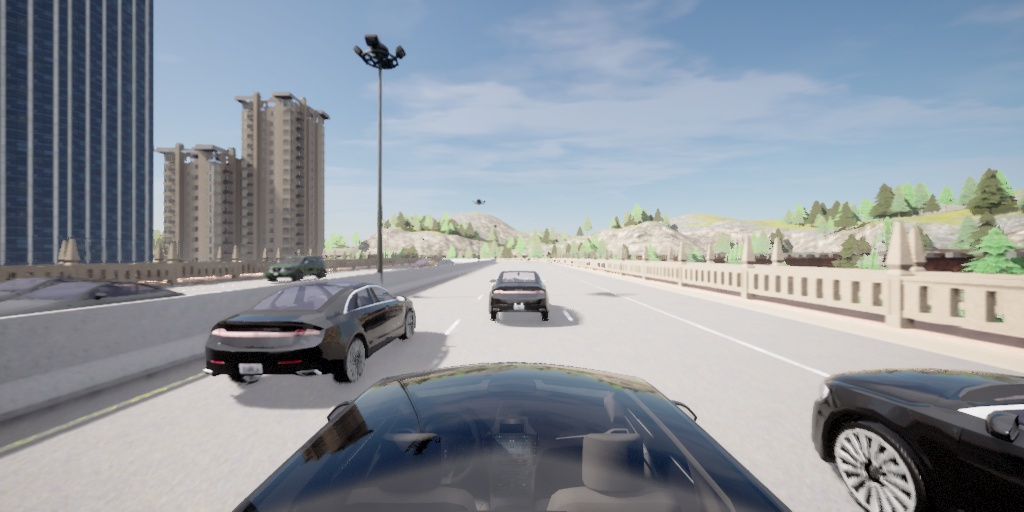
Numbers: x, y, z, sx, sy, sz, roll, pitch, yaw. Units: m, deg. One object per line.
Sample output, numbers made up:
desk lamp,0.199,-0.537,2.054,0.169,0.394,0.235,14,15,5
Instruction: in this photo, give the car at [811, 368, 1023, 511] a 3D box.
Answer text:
car,3.621,1.244,1.237,2.128,1.511,4.902,0,0,0

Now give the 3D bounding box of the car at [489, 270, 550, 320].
car,0.240,1.245,12.584,2.128,1.511,4.902,0,0,1

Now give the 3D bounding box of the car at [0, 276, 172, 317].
car,-10.525,1.308,8.856,1.994,1.385,4.181,0,0,1

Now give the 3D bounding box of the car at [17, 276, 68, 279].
car,-14.001,1.306,10.609,1.994,1.385,4.181,0,0,1

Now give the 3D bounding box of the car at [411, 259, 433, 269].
car,-13.189,1.282,52.737,1.812,1.442,4.674,0,0,2

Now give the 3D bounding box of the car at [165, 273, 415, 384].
car,-3.338,1.241,7.043,2.128,1.511,4.902,0,0,1

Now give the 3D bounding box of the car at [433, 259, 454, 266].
car,-9.695,1.264,52.509,1.837,1.490,4.892,0,0,2

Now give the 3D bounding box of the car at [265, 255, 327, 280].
car,-17.170,0.967,28.899,2.150,2.045,5.566,0,0,1
